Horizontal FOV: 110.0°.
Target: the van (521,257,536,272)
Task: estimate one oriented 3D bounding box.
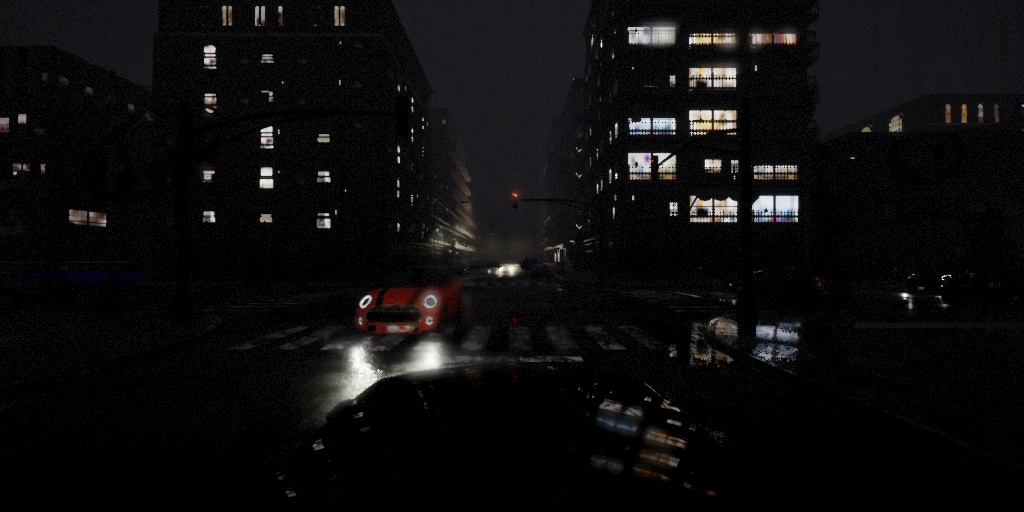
[{"bbox_3d":[2.495,1.119,47.400,1.690,1.789,3.998,0,0,0],"label":"van"}]

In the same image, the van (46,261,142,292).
[{"bbox_3d":[-24.853,1.190,21.599,3.998,1.789,1.690,0,0,1],"label":"van"}]

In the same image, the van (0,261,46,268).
[{"bbox_3d":[-30.447,1.201,21.674,3.998,1.789,1.690,0,0,1],"label":"van"}]

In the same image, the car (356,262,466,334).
[{"bbox_3d":[-2.770,1.104,10.581,2.097,1.767,4.553,0,0,0],"label":"car"}]

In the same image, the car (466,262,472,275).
[{"bbox_3d":[-5.522,1.317,36.004,2.007,1.370,4.403,0,0,0],"label":"car"}]

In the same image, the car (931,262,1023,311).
[{"bbox_3d":[18.663,1.103,13.140,4.097,1.591,1.967,0,0,1],"label":"car"}]

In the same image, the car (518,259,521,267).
[{"bbox_3d":[2.450,1.100,53.054,2.192,1.841,5.009,0,0,0],"label":"car"}]

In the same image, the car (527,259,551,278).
[{"bbox_3d":[2.624,1.290,33.567,1.751,1.417,4.829,0,0,0],"label":"car"}]

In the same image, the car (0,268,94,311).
[{"bbox_3d":[-19.364,1.290,13.646,4.403,1.370,2.007,0,0,1],"label":"car"}]

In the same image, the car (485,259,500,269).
[{"bbox_3d":[-2.873,1.320,55.780,1.994,1.385,4.181,0,0,0],"label":"car"}]

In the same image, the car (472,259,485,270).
[{"bbox_3d":[-5.431,1.367,52.977,1.802,1.307,4.207,0,0,0],"label":"car"}]

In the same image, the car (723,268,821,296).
[{"bbox_3d":[13.403,1.308,18.663,4.181,1.385,1.994,0,-1,2],"label":"car"}]

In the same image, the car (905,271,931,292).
[{"bbox_3d":[23.380,1.074,18.503,4.553,1.767,2.097,0,-1,1],"label":"car"}]
